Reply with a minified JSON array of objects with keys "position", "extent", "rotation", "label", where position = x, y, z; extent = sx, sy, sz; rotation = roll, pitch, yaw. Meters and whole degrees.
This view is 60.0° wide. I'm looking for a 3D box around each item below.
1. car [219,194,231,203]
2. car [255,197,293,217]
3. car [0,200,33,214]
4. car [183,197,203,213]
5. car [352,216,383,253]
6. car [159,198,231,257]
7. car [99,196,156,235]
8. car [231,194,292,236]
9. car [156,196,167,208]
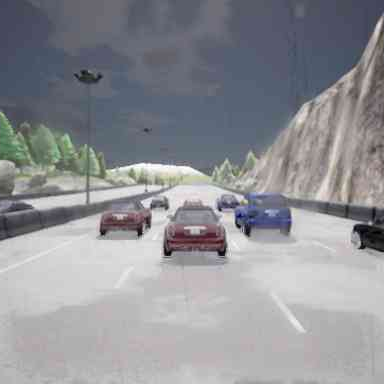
[{"position":[3.595,0.990,34.493],"extent":[2.097,1.767,4.553],"rotation":[0,1,0],"label":"car"},{"position":[7.096,1.265,29.479],"extent":[2.033,1.411,5.357],"rotation":[0,1,0],"label":"car"},{"position":[-14.103,1.321,25.473],"extent":[2.033,1.411,5.357],"rotation":[0,1,0],"label":"car"},{"position":[0.095,1.262,33.106],"extent":[1.895,1.301,4.718],"rotation":[0,1,0],"label":"car"},{"position":[7.099,1.411,10.863],"extent":[1.882,1.535,5.008],"rotation":[0,1,0],"label":"car"},{"position":[0.099,1.268,12.745],"extent":[2.097,1.767,4.553],"rotation":[0,1,0],"label":"car"},{"position":[-3.402,1.218,17.857],"extent":[2.097,1.767,4.553],"rotation":[0,1,0],"label":"car"},{"position":[3.598,1.091,17.625],"extent":[2.150,2.045,5.566],"rotation":[0,1,0],"label":"car"},{"position":[-3.405,1.141,35.799],"extent":[1.812,1.442,4.674],"rotation":[0,1,0],"label":"car"}]
